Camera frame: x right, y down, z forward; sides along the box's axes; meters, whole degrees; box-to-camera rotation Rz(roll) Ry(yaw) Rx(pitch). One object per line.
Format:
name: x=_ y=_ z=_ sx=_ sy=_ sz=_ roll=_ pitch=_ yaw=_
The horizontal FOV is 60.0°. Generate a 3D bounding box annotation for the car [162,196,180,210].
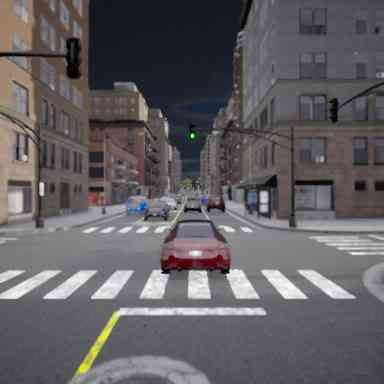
car: x=-2.847 y=1.528 z=41.978 sx=1.812 sy=1.442 sz=4.674 roll=0 pitch=0 yaw=0

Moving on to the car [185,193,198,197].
car: x=0.030 y=1.508 z=62.809 sx=1.837 sy=1.490 sz=4.892 roll=0 pitch=0 yaw=0

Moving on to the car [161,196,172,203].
car: x=-5.422 y=1.553 z=70.532 sx=2.008 sy=1.369 sz=4.403 roll=0 pitch=0 yaw=0

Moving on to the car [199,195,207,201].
car: x=2.636 y=1.526 z=81.519 sx=1.752 sy=1.417 sz=4.829 roll=0 pitch=0 yaw=0

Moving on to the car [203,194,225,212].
car: x=2.691 y=1.317 z=38.098 sx=2.192 sy=1.841 sz=5.009 roll=0 pitch=0 yaw=0

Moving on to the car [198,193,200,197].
car: x=2.664 y=1.317 z=59.724 sx=2.192 sy=1.841 sz=5.009 roll=0 pitch=0 yaw=0

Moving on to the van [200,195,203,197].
van: x=2.671 y=1.343 z=54.317 sx=1.690 sy=1.788 sz=3.998 roll=0 pitch=0 yaw=0

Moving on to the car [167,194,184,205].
car: x=-2.791 y=1.550 z=58.865 sx=2.033 sy=1.411 sz=5.357 roll=0 pitch=0 yaw=0

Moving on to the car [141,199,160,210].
car: x=-5.420 y=1.569 z=43.501 sx=1.947 sy=1.339 sz=4.313 roll=0 pitch=0 yaw=0

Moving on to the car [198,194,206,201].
car: x=2.630 y=1.441 z=86.754 sx=1.967 sy=1.590 sz=4.097 roll=0 pitch=0 yaw=0

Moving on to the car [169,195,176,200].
car: x=-5.424 y=1.583 z=92.157 sx=1.802 sy=1.307 sz=4.206 roll=0 pitch=0 yaw=0

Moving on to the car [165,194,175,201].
car: x=-5.424 y=1.316 z=81.344 sx=2.192 sy=1.841 sz=5.009 roll=0 pitch=0 yaw=0

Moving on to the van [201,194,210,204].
van: x=2.657 y=1.343 z=65.130 sx=1.690 sy=1.788 sz=3.998 roll=0 pitch=0 yaw=0

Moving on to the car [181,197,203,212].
car: x=0.085 y=1.566 z=39.073 sx=1.994 sy=1.385 sz=4.181 roll=0 pitch=0 yaw=0

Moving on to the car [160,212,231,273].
car: x=0.096 y=1.563 z=10.679 sx=1.994 sy=1.385 sz=4.181 roll=0 pitch=0 yaw=0

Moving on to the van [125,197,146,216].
van: x=-5.419 y=1.344 z=32.688 sx=1.690 sy=1.788 sz=3.998 roll=0 pitch=0 yaw=0

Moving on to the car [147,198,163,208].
car: x=-5.421 y=1.547 z=48.907 sx=1.887 sy=1.381 sz=4.507 roll=0 pitch=0 yaw=0

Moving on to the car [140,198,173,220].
car: x=-2.851 y=1.507 z=27.931 sx=1.837 sy=1.490 sz=4.892 roll=0 pitch=0 yaw=0

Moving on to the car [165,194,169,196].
car: x=-5.422 y=1.528 z=64.957 sx=1.752 sy=1.417 sz=4.829 roll=0 pitch=0 yaw=0

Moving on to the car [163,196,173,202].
car: x=-5.423 y=1.567 z=75.938 sx=1.947 sy=1.339 sz=4.313 roll=0 pitch=0 yaw=0
